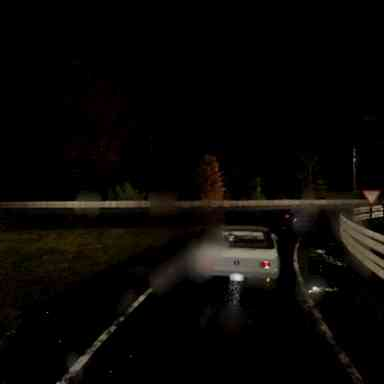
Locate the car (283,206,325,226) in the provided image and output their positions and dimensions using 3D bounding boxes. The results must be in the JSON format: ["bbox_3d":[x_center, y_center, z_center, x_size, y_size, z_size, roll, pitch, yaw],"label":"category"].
[{"bbox_3d":[8.357,1.704,24.419,1.895,1.301,4.718,0,0,34],"label":"car"}]

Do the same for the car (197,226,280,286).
[{"bbox_3d":[1.526,1.636,9.632,1.895,1.301,4.718,0,0,13],"label":"car"}]
